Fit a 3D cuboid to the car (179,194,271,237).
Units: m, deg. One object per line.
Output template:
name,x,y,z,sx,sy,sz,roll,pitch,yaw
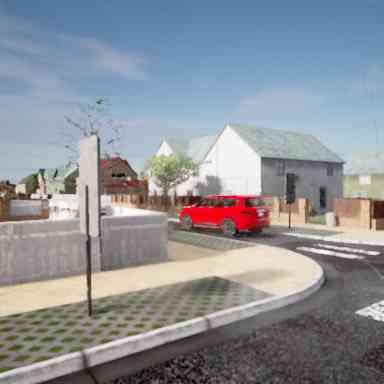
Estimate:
car,1.617,1.156,17.968,2.150,2.045,5.566,-1,1,-39
